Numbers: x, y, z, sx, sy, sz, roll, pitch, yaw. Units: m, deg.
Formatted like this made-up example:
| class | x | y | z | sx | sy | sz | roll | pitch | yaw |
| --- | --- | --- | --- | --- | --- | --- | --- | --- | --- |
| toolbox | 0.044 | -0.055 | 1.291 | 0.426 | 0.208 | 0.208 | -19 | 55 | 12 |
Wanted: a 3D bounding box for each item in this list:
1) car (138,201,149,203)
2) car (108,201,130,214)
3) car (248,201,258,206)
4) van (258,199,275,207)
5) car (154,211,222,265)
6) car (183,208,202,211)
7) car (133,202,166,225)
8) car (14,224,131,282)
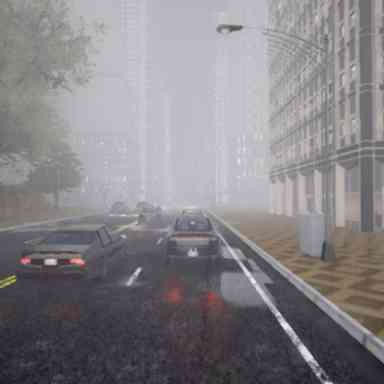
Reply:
| class | x | y | z | sx | sy | sz | roll | pitch | yaw |
| --- | --- | --- | --- | --- | --- | --- | --- | --- | --- |
| car | -6.589 | 2.025 | 45.137 | 2.097 | 1.767 | 4.553 | 0 | -1 | 0 |
| car | -9.839 | 2.025 | 45.139 | 2.097 | 1.767 | 4.553 | 0 | -1 | 0 |
| car | 17.103 | 2.974 | 86.990 | 4.829 | 1.417 | 1.752 | 0 | -1 | 2 |
| van | 18.373 | 2.649 | 78.822 | 3.998 | 1.788 | 1.690 | 0 | -1 | 2 |
| car | 0.045 | 1.657 | 12.290 | 2.128 | 1.511 | 4.902 | 0 | -1 | 1 |
| car | 0.041 | 1.973 | 26.685 | 1.895 | 1.301 | 4.718 | 0 | -1 | 1 |
| car | -3.202 | 1.873 | 27.296 | 2.128 | 1.511 | 4.902 | 0 | -1 | 0 |
| car | -3.226 | 1.684 | 10.142 | 2.033 | 1.411 | 5.357 | 0 | -1 | 0 |
